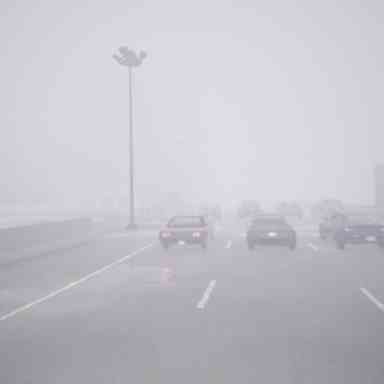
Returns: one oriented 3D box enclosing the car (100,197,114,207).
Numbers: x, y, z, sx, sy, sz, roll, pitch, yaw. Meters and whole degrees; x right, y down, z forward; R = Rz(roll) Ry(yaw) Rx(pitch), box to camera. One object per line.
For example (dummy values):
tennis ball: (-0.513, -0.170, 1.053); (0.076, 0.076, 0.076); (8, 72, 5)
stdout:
car: (-16.783, 1.938, 65.726); (2.150, 2.045, 5.566); (-1, 0, -7)

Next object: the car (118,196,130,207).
car: (-13.326, 1.893, 66.172); (2.150, 2.045, 5.566); (-1, 0, -7)

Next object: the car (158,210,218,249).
car: (-0.070, 1.713, 15.253); (1.895, 1.301, 4.718); (-1, 0, 9)

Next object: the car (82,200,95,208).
car: (-20.240, 2.257, 65.153); (1.837, 1.490, 4.892); (-1, 0, -7)

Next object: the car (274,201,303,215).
car: (8.672, 1.589, 30.265); (2.128, 1.511, 4.902); (-1, 0, 4)

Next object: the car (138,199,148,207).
car: (-9.906, 2.104, 67.032); (1.882, 1.535, 5.008); (-1, 0, -7)

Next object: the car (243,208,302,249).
car: (3.410, 1.625, 14.877); (1.994, 1.385, 4.181); (-1, 0, 9)

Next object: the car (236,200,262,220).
car: (5.166, 1.497, 30.304); (2.097, 1.767, 4.553); (-1, -1, 4)

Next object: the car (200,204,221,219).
car: (1.683, 1.800, 30.585); (1.895, 1.301, 4.718); (-1, 0, 4)

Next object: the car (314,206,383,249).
car: (6.881, 1.533, 14.434); (1.812, 1.442, 4.674); (-1, 0, 9)

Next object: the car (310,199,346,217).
car: (12.146, 1.394, 29.790); (2.097, 1.767, 4.553); (-1, -1, 4)
